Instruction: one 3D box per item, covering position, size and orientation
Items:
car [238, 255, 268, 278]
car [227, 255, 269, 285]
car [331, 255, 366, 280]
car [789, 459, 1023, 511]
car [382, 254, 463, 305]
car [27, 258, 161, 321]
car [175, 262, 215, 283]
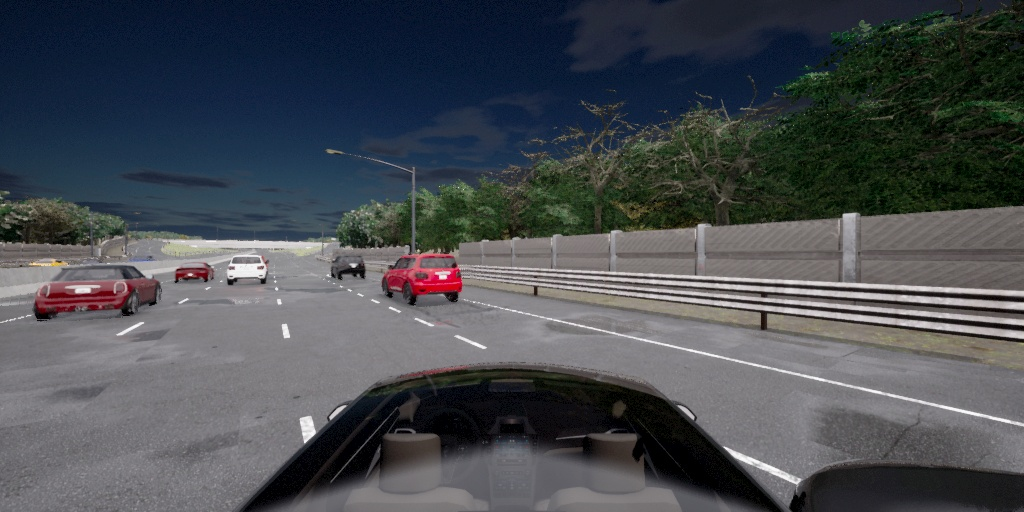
[{"bbox_3d":[-25.292,0.946,35.200,2.150,2.045,5.566,0,0,-34],"label":"car"},{"bbox_3d":[-19.289,0.956,26.244,2.150,2.045,5.566,0,0,-34],"label":"car"},{"bbox_3d":[-14.547,0.953,31.740,2.150,2.045,5.566,0,0,-34],"label":"car"},{"bbox_3d":[2.984,1.315,0.521,4.181,1.385,1.994,0,0,34],"label":"car"},{"bbox_3d":[-4.245,0.964,16.452,2.150,2.045,5.566,0,-1,-34],"label":"car"},{"bbox_3d":[-14.496,1.096,12.873,2.097,1.767,4.553,0,0,-34],"label":"car"},{"bbox_3d":[-24.750,1.208,28.097,1.882,1.535,5.008,0,0,-34],"label":"car"}]
